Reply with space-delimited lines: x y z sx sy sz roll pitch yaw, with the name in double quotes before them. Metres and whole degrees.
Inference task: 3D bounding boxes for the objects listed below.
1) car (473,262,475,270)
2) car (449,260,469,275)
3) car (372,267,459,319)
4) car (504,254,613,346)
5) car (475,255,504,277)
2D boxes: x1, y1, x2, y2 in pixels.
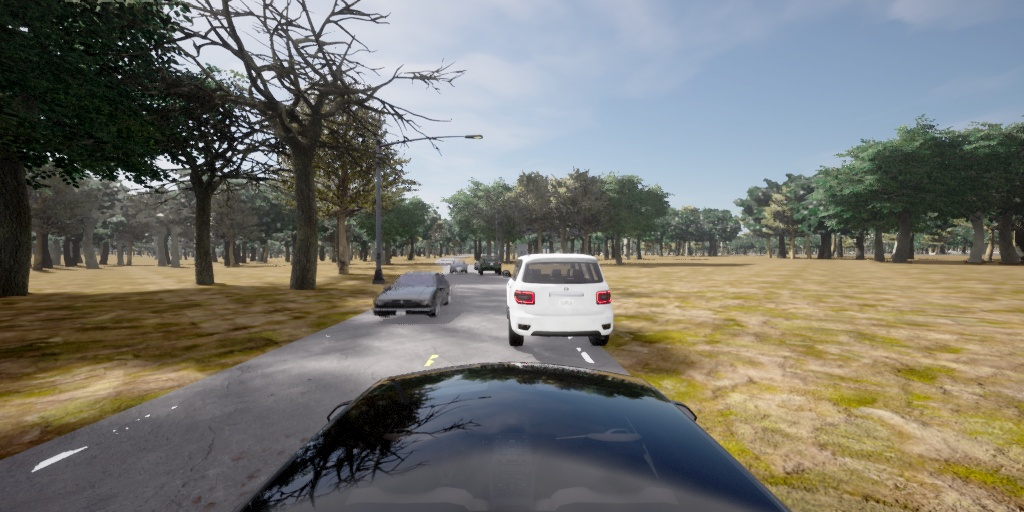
"car" -4.035 1.194 48.061 1.994 1.385 4.181 0 0 -10
"car" -5.684 1.174 38.574 2.128 1.511 4.902 0 0 -8
"car" -3.361 1.289 13.160 2.033 1.411 5.357 0 0 -2
"car" 0.959 0.968 9.513 2.150 2.045 5.566 0 0 -2
"car" -2.392 0.900 37.752 2.150 2.045 5.566 0 0 -9
